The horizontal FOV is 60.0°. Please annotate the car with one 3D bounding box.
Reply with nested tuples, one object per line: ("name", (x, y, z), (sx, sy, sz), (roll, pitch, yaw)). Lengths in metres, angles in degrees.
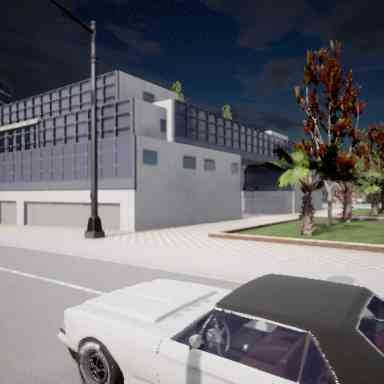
("car", (0.715, 1.599, 3.466), (4.718, 1.301, 1.895), (0, 0, 35))
